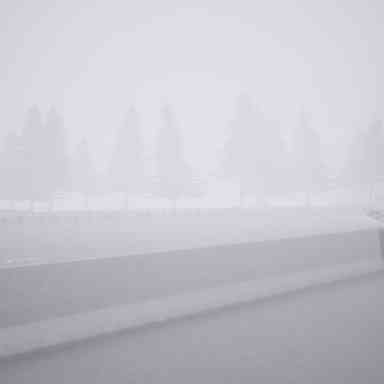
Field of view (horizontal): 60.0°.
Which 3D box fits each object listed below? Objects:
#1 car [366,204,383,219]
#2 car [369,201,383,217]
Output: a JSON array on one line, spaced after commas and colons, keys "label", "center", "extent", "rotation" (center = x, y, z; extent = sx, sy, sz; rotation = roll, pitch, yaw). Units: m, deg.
[{"label": "car", "center": [16.582, 1.498, 26.357], "extent": [5.357, 1.411, 2.033], "rotation": [0, 0, -16]}, {"label": "car", "center": [18.655, 1.506, 30.382], "extent": [4.181, 1.385, 1.994], "rotation": [0, 0, -13]}]
